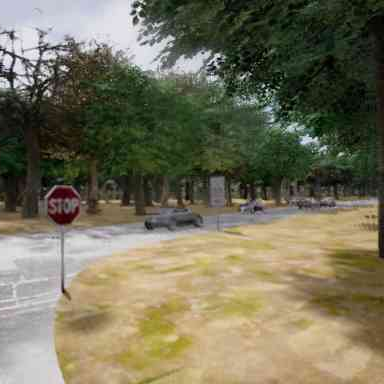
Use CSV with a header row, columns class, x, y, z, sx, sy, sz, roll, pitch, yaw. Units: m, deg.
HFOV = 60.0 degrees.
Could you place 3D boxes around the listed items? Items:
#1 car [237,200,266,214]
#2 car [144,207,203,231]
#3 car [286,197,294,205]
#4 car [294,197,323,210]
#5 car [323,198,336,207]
class,x,y,z,sx,sy,sz,roll,pitch,yaw
car,6.950,1.722,38.774,2.128,1.511,4.902,-2,-2,35
car,-1.074,1.605,20.935,1.994,1.385,4.181,-2,-2,35
car,16.135,1.422,51.845,1.882,1.535,5.008,-2,-2,35
car,15.957,1.653,45.360,1.837,1.490,4.892,-2,-2,35
car,21.874,1.740,53.948,2.033,1.411,5.357,-2,-2,35
